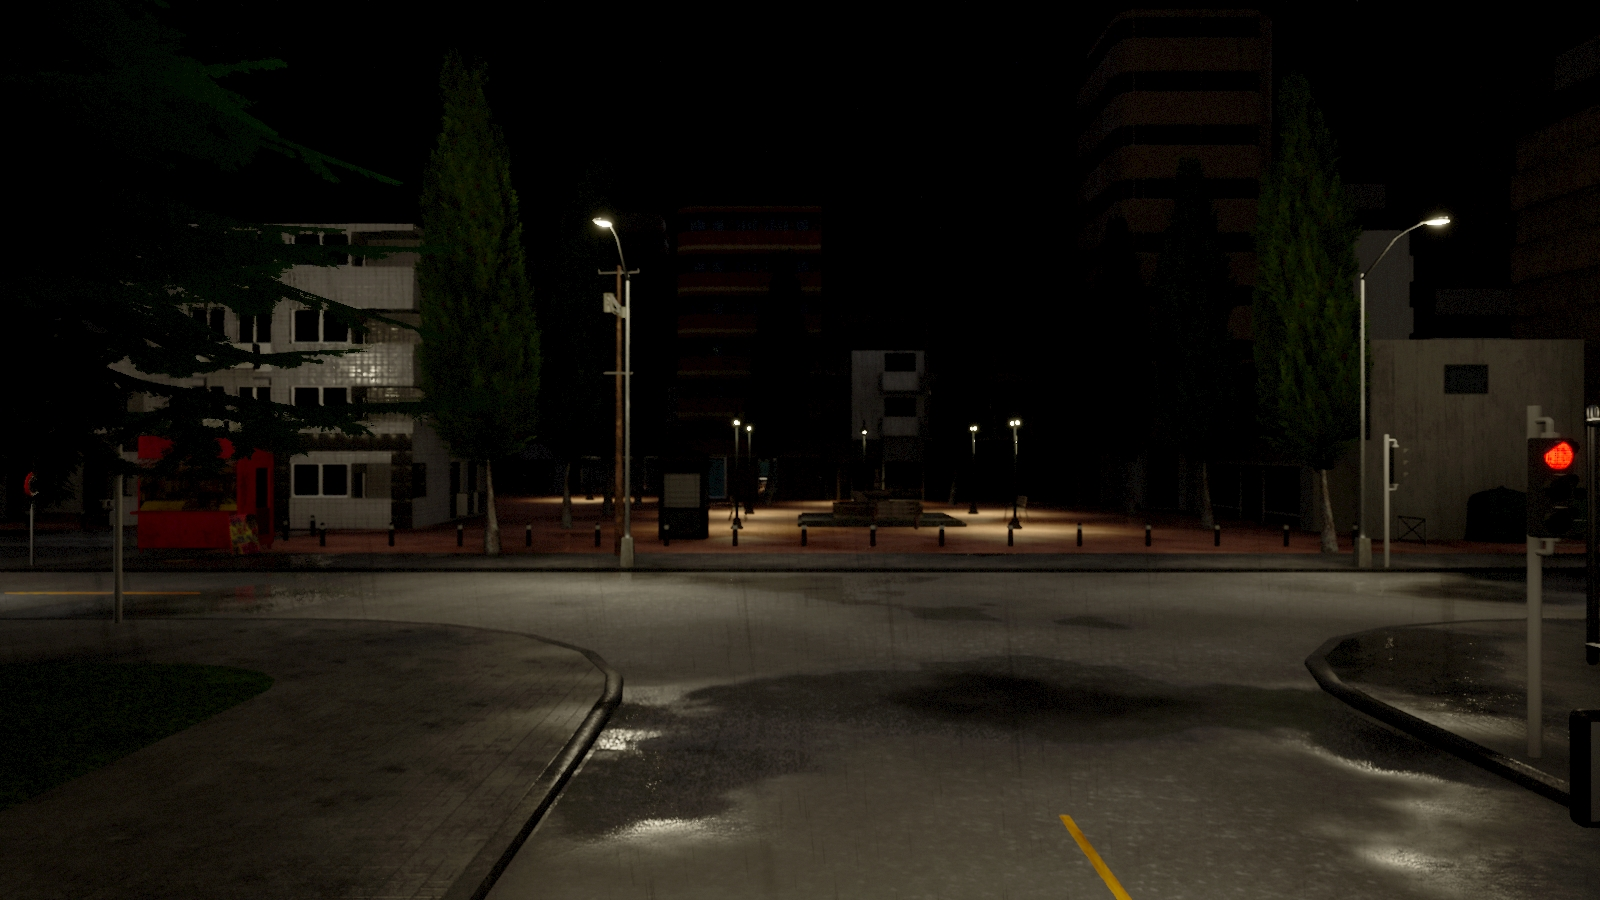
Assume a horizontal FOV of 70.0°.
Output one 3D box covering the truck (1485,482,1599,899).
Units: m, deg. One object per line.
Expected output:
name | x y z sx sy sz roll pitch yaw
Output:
truck | 4.017 1.356 1.922 2.627 2.467 5.204 0 0 0
